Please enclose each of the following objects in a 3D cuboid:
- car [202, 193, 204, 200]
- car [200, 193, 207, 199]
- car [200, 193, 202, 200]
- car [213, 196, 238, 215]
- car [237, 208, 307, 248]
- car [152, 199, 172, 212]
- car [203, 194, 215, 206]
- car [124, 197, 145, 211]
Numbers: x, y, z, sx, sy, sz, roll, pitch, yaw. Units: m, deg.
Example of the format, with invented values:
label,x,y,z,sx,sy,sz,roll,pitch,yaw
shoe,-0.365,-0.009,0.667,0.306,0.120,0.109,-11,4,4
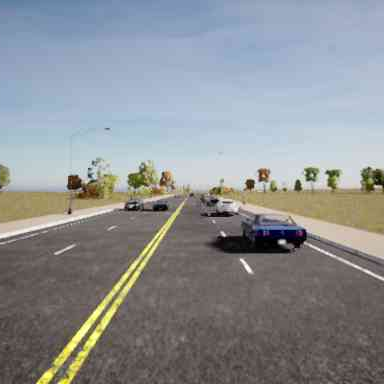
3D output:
label,x,y,z,sx,sy,sz,roll,pitch,yaw
car,3.262,1.264,61.331,1.801,1.575,5.366,0,0,0
car,3.269,1.148,94.331,1.801,1.575,5.366,0,0,0
car,3.264,1.371,72.172,1.895,1.301,4.718,0,0,0
car,3.355,1.428,32.398,1.812,1.442,4.674,0,0,0
car,3.351,1.558,14.565,1.895,1.301,4.718,0,0,0
car,-3.337,1.488,37.400,1.895,1.301,4.718,0,0,0
car,3.260,1.337,50.141,2.128,1.511,4.902,0,0,0
car,-6.582,1.377,38.371,2.128,1.511,4.902,0,0,0
